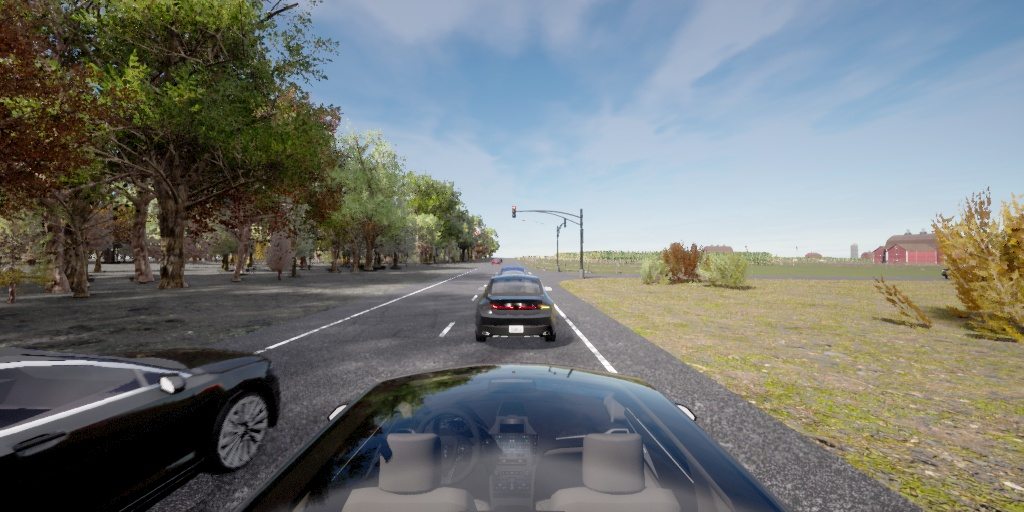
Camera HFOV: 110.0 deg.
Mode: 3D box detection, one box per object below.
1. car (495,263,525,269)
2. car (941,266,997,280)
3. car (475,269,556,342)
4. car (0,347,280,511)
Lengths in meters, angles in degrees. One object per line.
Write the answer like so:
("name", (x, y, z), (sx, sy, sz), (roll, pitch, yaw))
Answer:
("car", (0.076, 1.280, 19.042), (1.812, 1.442, 4.674), (0, 0, 0))
("car", (48.434, 1.768, 37.793), (4.902, 1.511, 2.128), (1, -1, 0))
("car", (0.081, 1.257, 9.793), (1.837, 1.490, 4.892), (0, 0, 0))
("car", (-3.401, 1.241, 1.880), (2.128, 1.511, 4.902), (0, 0, 0))
